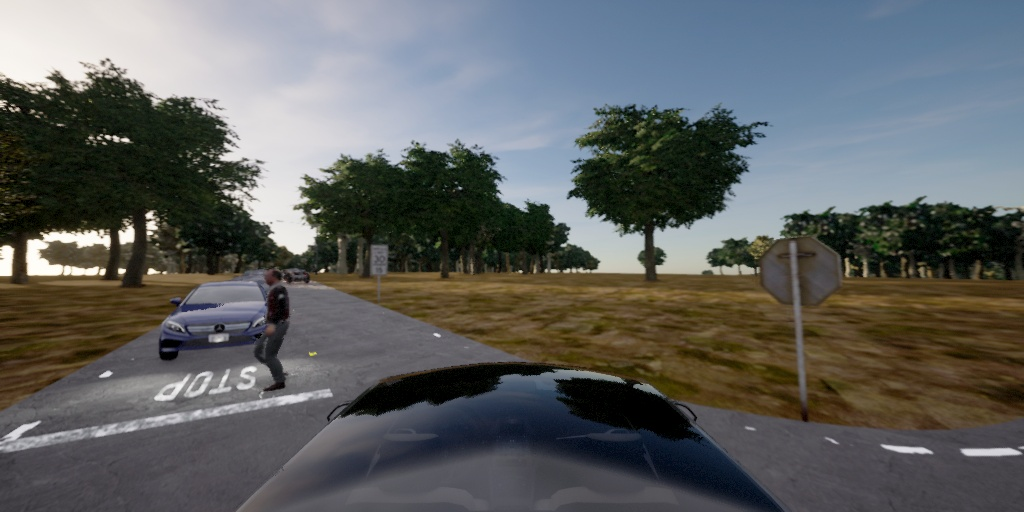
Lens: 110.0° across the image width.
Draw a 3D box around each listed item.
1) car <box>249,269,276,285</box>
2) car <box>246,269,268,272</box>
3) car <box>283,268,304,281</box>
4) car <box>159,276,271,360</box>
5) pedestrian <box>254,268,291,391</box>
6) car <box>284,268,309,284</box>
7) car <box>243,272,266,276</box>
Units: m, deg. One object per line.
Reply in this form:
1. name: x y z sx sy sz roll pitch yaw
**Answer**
1. car: -26.259 2.142 37.857 2.128 1.511 4.902 2 -2 -34
2. car: -17.617 1.750 24.779 2.128 1.511 4.902 2 -2 -34
3. car: -28.824 2.385 47.250 2.128 1.511 4.902 2 -2 -34
4. car: -6.848 1.342 8.709 1.812 1.442 4.674 2 -2 -34
5. pedestrian: -3.521 1.027 5.320 0.375 1.860 0.375 5 -7 -33
6. car: -23.013 2.157 38.580 2.128 1.511 4.902 2 -2 -34
7. car: -11.932 1.588 16.282 1.994 1.385 4.181 2 -2 -33
